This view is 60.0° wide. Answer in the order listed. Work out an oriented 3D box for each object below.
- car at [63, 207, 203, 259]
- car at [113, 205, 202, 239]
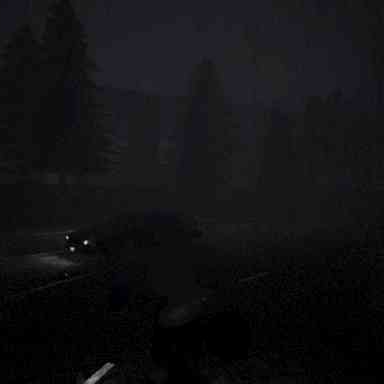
[{"bbox_3d":[-1.947,1.466,12.583,5.357,1.411,2.033,0,0,-44],"label":"car"},{"bbox_3d":[-1.741,1.463,17.318,4.181,1.385,1.994,0,0,-34],"label":"car"}]
